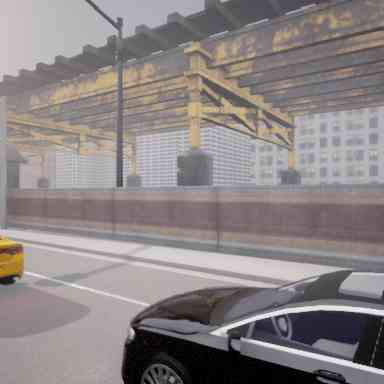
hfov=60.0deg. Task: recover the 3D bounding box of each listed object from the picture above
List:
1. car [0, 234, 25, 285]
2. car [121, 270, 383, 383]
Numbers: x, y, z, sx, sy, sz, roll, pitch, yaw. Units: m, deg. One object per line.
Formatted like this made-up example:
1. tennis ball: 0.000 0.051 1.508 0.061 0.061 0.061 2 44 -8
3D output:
1. car: -6.206 1.502 8.376 5.008 1.535 1.882 0 0 36
2. car: 1.468 1.504 2.946 4.902 1.511 2.128 0 0 36
